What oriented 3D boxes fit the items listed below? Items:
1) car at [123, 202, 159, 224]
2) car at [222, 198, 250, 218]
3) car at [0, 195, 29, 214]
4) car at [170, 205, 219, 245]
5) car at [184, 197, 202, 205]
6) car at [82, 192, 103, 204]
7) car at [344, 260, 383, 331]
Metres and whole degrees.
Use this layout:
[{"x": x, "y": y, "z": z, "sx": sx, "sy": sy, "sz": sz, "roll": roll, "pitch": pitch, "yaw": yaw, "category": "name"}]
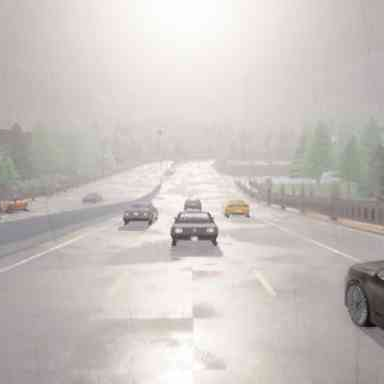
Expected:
[{"x": -3.405, "y": 1.375, "z": 22.737, "sx": 2.033, "sy": 1.411, "sz": 5.357, "roll": 0, "pitch": 0, "yaw": 0, "category": "car"}, {"x": 3.594, "y": 1.266, "z": 28.002, "sx": 1.882, "sy": 1.535, "sz": 5.008, "roll": 0, "pitch": 0, "yaw": 0, "category": "car"}, {"x": -17.544, "y": 1.110, "z": 31.787, "sx": 2.097, "sy": 1.767, "sz": 4.553, "roll": 0, "pitch": 1, "yaw": 1, "category": "car"}, {"x": 0.097, "y": 1.487, "z": 14.926, "sx": 1.895, "sy": 1.301, "sz": 4.718, "roll": 0, "pitch": 0, "yaw": 0, "category": "car"}, {"x": 0.091, "y": 1.251, "z": 38.037, "sx": 1.994, "sy": 1.385, "sz": 4.181, "roll": 0, "pitch": 1, "yaw": 0, "category": "car"}, {"x": -14.024, "y": 0.794, "z": 47.081, "sx": 1.882, "sy": 1.535, "sz": 5.008, "roll": 0, "pitch": 3, "yaw": 0, "category": "car"}, {"x": 3.599, "y": 1.459, "z": 3.972, "sx": 2.128, "sy": 1.511, "sz": 4.902, "roll": 0, "pitch": 0, "yaw": 0, "category": "car"}]
